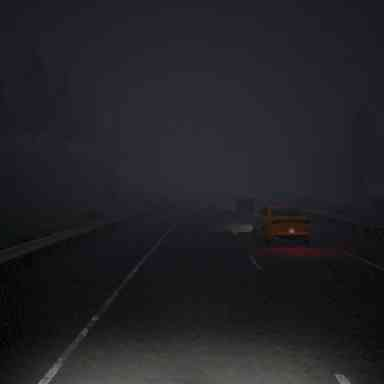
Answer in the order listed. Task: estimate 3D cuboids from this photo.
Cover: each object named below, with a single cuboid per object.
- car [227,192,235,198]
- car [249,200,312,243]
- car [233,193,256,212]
[{"bbox_3d":[10.414,0.849,87.243,1.882,1.535,5.008,0,0,15],"label":"car"},{"bbox_3d":[4.057,1.366,15.573,1.882,1.535,5.008,0,0,3],"label":"car"},{"bbox_3d":[5.634,1.223,35.390,1.882,1.535,5.008,0,0,6],"label":"car"}]
